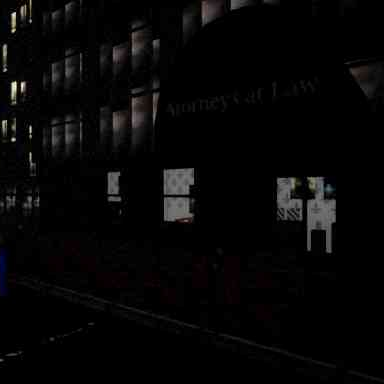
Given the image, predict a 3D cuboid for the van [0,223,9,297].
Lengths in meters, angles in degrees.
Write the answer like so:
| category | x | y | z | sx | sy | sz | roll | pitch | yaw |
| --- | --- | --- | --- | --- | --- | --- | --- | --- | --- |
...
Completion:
| category | x | y | z | sx | sy | sz | roll | pitch | yaw |
| --- | --- | --- | --- | --- | --- | --- | --- | --- | --- |
| van | -5.363 | 1.341 | 6.694 | 3.998 | 1.788 | 1.690 | 0 | 0 | 35 |
